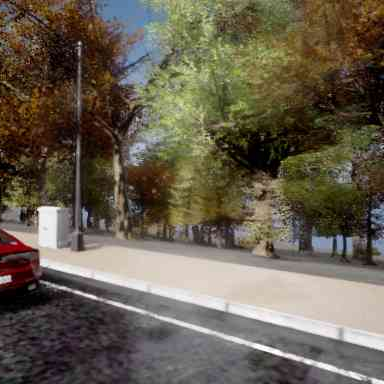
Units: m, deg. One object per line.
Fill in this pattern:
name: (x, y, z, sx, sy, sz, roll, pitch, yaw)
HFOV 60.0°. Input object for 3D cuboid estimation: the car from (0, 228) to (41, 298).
car: (-5.461, 1.455, 7.629, 5.008, 1.535, 1.882, 1, 0, 36)
